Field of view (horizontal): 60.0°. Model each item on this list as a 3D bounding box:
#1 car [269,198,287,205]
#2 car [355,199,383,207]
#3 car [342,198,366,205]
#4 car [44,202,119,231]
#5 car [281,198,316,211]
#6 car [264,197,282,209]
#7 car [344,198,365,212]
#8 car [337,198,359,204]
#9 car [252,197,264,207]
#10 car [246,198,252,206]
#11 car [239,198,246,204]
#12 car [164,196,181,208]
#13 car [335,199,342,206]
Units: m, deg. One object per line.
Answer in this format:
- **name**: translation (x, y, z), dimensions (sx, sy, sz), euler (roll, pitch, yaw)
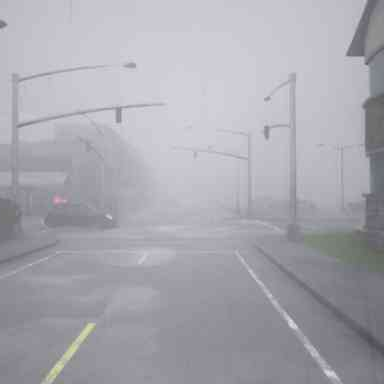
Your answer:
- **car**: translation (21.296, 2.341, 82.220), dimensions (3.806, 1.475, 1.970), euler (0, -1, 0)
- **car**: translation (32.251, 2.003, 60.239), dimensions (4.514, 1.523, 2.007), euler (0, -1, 0)
- **car**: translation (39.962, 2.285, 82.078), dimensions (5.027, 1.636, 2.152), euler (0, -1, 0)
- **car**: translation (-7.150, 1.514, 21.990), dimensions (4.553, 1.767, 2.097), euler (2, -1, 0)
- **car**: translation (14.483, 1.758, 44.501), dimensions (3.806, 1.475, 1.970), euler (0, -1, 0)
- **car**: translation (14.158, 1.752, 50.919), dimensions (5.027, 1.636, 2.152), euler (0, -1, 0)
- **car**: translation (21.533, 1.782, 40.840), dimensions (4.514, 1.523, 2.007), euler (0, -1, 0)
- **car**: translation (39.908, 2.330, 85.214), dimensions (4.514, 1.523, 2.007), euler (0, -1, 0)
- **car**: translation (14.155, 1.822, 63.713), dimensions (3.866, 1.878, 1.905), euler (0, -1, 0)
- **car**: translation (13.742, 1.876, 66.619), dimensions (4.605, 1.855, 1.932), euler (0, -1, 0)
- **car**: translation (13.874, 2.364, 85.198), dimensions (3.633, 1.501, 1.845), euler (0, -1, 0)
- **car**: translation (-3.537, 1.939, 62.714), dimensions (2.150, 2.045, 5.566), euler (0, -1, 1)
- **car**: translation (32.291, 2.139, 70.231), dimensions (3.633, 1.501, 1.845), euler (0, -1, 0)
